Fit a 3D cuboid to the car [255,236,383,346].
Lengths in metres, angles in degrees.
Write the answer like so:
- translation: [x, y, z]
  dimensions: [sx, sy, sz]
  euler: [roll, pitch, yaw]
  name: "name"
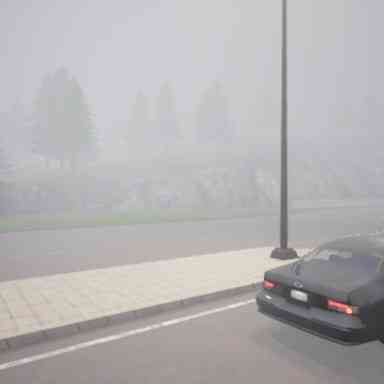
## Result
- translation: [3.606, 1.570, 6.316]
  dimensions: [5.357, 1.411, 2.033]
  euler: [0, 0, -35]
  name: "car"
